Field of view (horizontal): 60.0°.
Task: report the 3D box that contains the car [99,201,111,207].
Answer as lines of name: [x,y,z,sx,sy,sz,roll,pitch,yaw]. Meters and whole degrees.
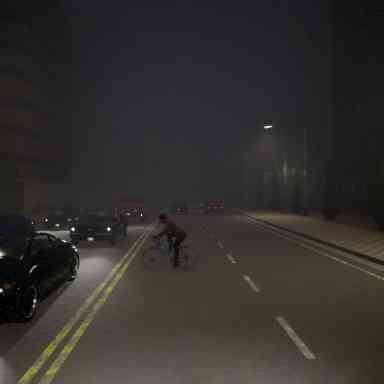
car: [-8.376,1.564,32.022,1.994,1.385,4.181,0,0,-2]

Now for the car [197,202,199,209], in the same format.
car: [1.688,1.601,43.842,1.895,1.301,4.718,0,0,-2]

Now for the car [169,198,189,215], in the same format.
car: [-1.368,1.491,34.598,2.128,1.511,4.902,0,0,-2]

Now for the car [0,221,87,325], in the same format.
car: [-3.847,1.564,6.977,1.994,1.385,4.181,0,0,-2]

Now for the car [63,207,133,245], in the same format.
car: [-4.218,1.601,15.729,1.895,1.301,4.718,0,0,-2]

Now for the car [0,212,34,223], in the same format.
car: [-7.572,1.478,12.207,1.882,1.535,5.008,0,0,-3]

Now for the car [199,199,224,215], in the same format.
car: [2.147,1.547,34.208,2.033,1.411,5.357,0,0,-2]

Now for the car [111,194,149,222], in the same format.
car: [-4.659,1.221,26.411,2.150,2.045,5.566,0,0,-3]

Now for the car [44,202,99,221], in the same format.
car: [-7.991,1.547,22.112,2.033,1.411,5.357,0,0,-3]

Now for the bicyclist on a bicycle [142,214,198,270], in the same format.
bicyclist on a bicycle: [-0.653,1.455,9.639,1.656,1.620,0.582,-2,0,-2]

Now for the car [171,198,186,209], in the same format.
car: [-1.902,1.547,46.490,2.033,1.411,5.357,0,0,-2]
